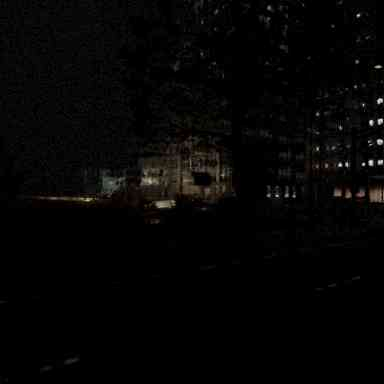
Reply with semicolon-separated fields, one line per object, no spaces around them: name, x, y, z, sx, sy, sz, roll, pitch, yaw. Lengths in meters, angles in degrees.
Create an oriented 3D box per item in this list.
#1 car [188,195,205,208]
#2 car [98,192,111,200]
car;-0.262;1.174;44.691;2.097;1.767;4.553;1;0;-34
car;-23.055;1.331;90.582;2.128;1.511;4.902;1;0;-34
